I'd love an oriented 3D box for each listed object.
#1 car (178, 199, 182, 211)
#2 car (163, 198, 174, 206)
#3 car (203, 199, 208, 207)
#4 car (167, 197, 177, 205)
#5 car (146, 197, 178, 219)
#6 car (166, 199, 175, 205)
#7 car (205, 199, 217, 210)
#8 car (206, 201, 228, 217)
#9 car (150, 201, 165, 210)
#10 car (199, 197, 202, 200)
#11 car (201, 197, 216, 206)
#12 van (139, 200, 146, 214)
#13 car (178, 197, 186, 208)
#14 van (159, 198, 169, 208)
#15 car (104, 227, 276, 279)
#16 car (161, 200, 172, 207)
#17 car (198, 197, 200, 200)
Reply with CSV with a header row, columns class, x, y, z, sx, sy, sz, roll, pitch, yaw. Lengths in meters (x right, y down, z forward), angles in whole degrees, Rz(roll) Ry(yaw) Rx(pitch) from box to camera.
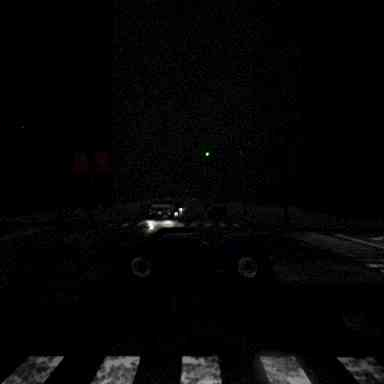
class,x,y,z,sx,sy,sz,roll,pitch,yaw
car,-2.828,2.087,46.628,2.033,1.411,5.357,0,-1,1
car,-5.259,2.188,75.120,2.192,1.841,5.009,0,-1,0
car,3.029,2.101,47.487,2.008,1.369,4.403,0,-1,0
car,-5.164,2.318,86.145,2.192,1.841,5.009,0,-1,0
car,-2.951,1.610,33.654,2.150,2.045,5.566,0,-1,1
car,-5.212,2.483,80.630,1.887,1.381,4.507,0,-1,0
car,2.984,2.013,42.145,1.752,1.417,4.829,0,-1,0
car,2.935,1.972,36.462,2.008,1.369,4.403,0,-1,0
car,-5.448,2.181,53.069,1.947,1.339,4.313,0,-1,0
car,3.266,2.313,75.051,1.967,1.590,4.097,0,-1,0
car,3.077,1.929,53.002,2.192,1.841,5.009,0,-1,0
van,-5.542,1.827,42.048,1.690,1.788,3.998,0,-1,0
car,-2.641,2.222,61.797,1.837,1.490,4.892,0,-1,1
van,-5.353,2.085,64.096,1.690,1.788,3.998,0,-1,0
car,-0.023,1.715,9.850,4.718,1.301,1.895,0,-1,0
car,-5.306,2.353,69.606,1.887,1.381,4.507,0,-1,0
car,3.408,2.508,91.589,1.967,1.590,4.097,0,-1,0
